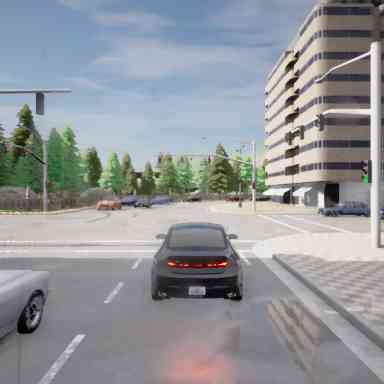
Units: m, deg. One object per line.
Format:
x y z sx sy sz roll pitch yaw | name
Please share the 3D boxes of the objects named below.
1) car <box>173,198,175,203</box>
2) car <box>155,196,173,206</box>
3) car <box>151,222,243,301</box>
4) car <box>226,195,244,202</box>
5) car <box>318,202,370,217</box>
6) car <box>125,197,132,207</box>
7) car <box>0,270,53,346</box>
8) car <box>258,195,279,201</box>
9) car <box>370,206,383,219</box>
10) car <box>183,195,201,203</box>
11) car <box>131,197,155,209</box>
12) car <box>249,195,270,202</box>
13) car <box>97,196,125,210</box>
-5.271 1.505 67.088 1.837 1.490 4.892 0 0 27 | car
-5.383 1.478 56.866 1.882 1.535 5.008 0 0 15 | car
0.121 1.505 8.324 1.837 1.490 4.892 0 0 1 | car
9.753 1.478 75.037 5.008 1.535 1.882 0 0 -41 | car
14.619 1.603 30.987 5.357 1.411 2.033 0 0 0 | car
-9.845 1.478 51.078 1.882 1.535 5.008 0 0 7 | car
-3.424 1.601 3.805 1.895 1.301 4.718 0 0 0 | car
18.554 1.500 80.548 4.892 1.490 1.837 0 0 -22 | car
17.713 1.581 27.475 4.674 1.442 1.812 0 0 0 | car
0.020 1.478 69.377 1.882 1.535 5.008 0 0 34 | car
-6.723 1.564 46.087 1.994 1.385 4.181 0 0 0 | car
15.227 1.595 74.763 4.718 1.301 1.895 0 0 -33 | car
-10.380 1.352 41.864 2.097 1.767 4.553 0 0 2 | car
